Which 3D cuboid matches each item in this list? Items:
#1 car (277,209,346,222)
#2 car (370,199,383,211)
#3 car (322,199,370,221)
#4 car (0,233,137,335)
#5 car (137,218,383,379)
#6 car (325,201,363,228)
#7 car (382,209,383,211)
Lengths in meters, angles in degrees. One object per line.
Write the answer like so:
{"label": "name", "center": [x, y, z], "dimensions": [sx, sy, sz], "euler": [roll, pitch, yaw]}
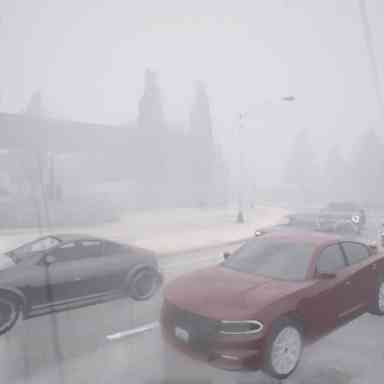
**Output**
{"label": "car", "center": [4.291, 1.563, 13.137], "dimensions": [1.895, 1.301, 4.718], "euler": [0, 0, 39]}
{"label": "car", "center": [20.825, 1.456, 38.799], "dimensions": [1.895, 1.301, 4.718], "euler": [0, 0, 1]}
{"label": "car", "center": [8.241, 1.289, 18.172], "dimensions": [2.097, 1.767, 4.553], "euler": [0, 0, 31]}
{"label": "car", "center": [-2.645, 1.563, 6.675], "dimensions": [4.181, 1.385, 1.994], "euler": [0, 0, -37]}
{"label": "car", "center": [1.756, 1.462, 5.728], "dimensions": [5.008, 1.535, 1.882], "euler": [0, 0, -41]}
{"label": "car", "center": [10.327, 1.414, 22.674], "dimensions": [2.128, 1.511, 4.902], "euler": [0, 0, 24]}
{"label": "car", "center": [8.897, 1.492, 13.310], "dimensions": [2.033, 1.411, 5.357], "euler": [0, 0, 36]}
